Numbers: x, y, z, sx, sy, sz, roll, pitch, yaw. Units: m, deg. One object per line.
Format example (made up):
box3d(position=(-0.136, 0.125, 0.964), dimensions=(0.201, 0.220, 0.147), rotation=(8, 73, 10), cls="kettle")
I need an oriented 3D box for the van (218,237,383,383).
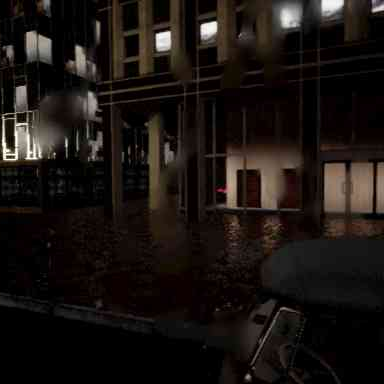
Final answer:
box3d(position=(2.051, 1.217, 1.648), dimensions=(3.998, 1.788, 1.690), rotation=(0, 3, 24), cls="van")
